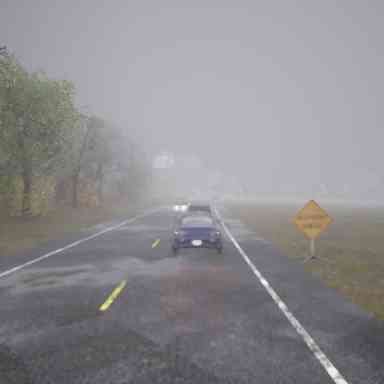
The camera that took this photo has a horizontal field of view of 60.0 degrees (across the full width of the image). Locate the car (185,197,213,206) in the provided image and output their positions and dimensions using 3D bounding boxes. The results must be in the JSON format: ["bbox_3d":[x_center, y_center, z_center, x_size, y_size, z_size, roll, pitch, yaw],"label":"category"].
[{"bbox_3d":[0.680,1.434,28.995,1.882,1.535,5.008,0,0,2],"label":"car"}]

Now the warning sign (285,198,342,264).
[{"bbox_3d":[3.620,1.126,10.041,1.300,1.860,1.060,-1,-1,1],"label":"warning sign"}]

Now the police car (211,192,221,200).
[{"bbox_3d":[5.961,1.132,86.732,1.930,1.638,5.238,0,0,6],"label":"police car"}]

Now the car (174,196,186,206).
[{"bbox_3d":[-1.709,1.341,52.662,2.128,1.511,4.902,0,0,4],"label":"car"}]

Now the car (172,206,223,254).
[{"bbox_3d":[0.231,1.532,13.510,1.812,1.442,4.674,0,0,1],"label":"car"}]
